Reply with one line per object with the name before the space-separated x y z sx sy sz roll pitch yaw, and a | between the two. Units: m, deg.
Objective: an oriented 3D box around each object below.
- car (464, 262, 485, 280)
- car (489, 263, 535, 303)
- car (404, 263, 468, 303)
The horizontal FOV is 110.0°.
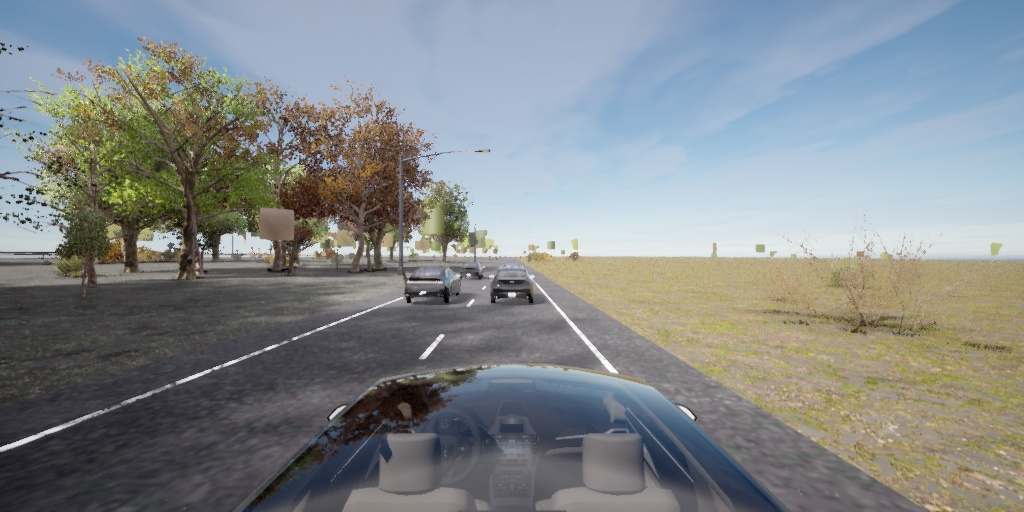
car | -3.500 1.272 31.501 1.837 1.490 4.892 0 0 0
car | 0.000 1.269 16.501 1.837 1.490 4.892 0 0 0
car | -3.500 1.247 16.501 2.128 1.511 4.902 0 0 0
